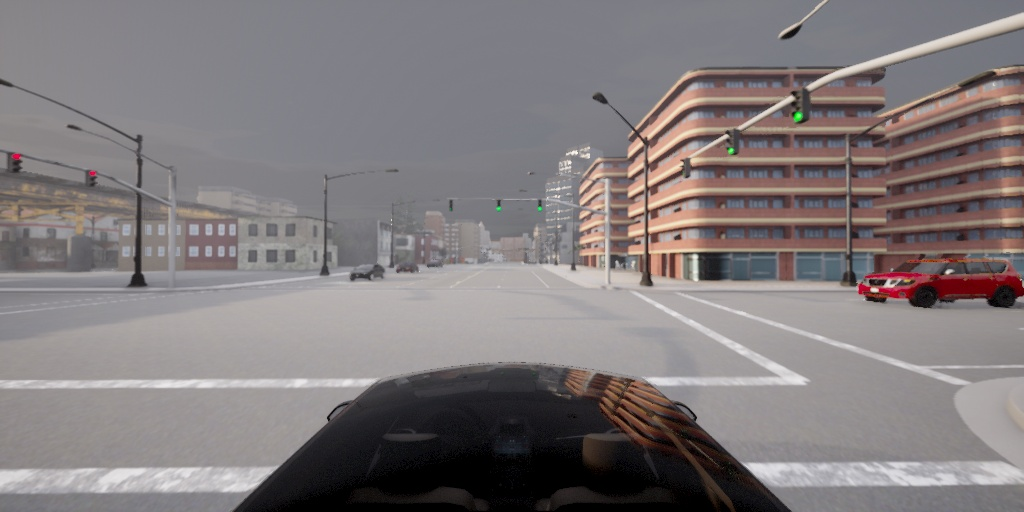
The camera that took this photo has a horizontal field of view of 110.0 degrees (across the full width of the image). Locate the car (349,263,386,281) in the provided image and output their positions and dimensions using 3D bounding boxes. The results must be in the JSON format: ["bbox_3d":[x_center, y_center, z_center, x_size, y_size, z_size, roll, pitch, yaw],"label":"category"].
[{"bbox_3d":[-13.226,1.446,33.125,1.837,1.490,4.892,0,0,1],"label":"car"}]

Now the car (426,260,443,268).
[{"bbox_3d":[-12.996,1.320,60.598,2.033,1.411,5.357,0,0,1],"label":"car"}]

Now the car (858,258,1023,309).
[{"bbox_3d":[18.514,1.127,15.616,5.566,2.045,2.150,0,-1,-1],"label":"car"}]

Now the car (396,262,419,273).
[{"bbox_3d":[-13.143,1.447,45.197,1.994,1.385,4.181,0,0,1],"label":"car"}]
